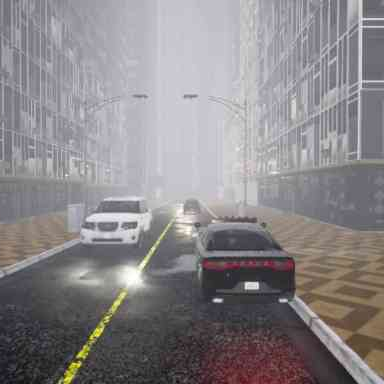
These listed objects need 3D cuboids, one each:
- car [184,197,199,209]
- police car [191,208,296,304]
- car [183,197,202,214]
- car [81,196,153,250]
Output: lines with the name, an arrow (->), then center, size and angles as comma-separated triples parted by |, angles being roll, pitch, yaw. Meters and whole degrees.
car -> -0.057, 1.493, 46.555 | 1.882, 1.535, 5.008 | 0, 0, 0
police car -> 1.035, 1.425, 8.358 | 1.930, 1.638, 5.238 | 0, 0, 0
car -> 0.008, 1.513, 36.215 | 1.837, 1.490, 4.892 | 0, 0, 0
car -> -3.026, 1.221, 14.584 | 2.150, 2.045, 5.566 | 0, 0, 0
